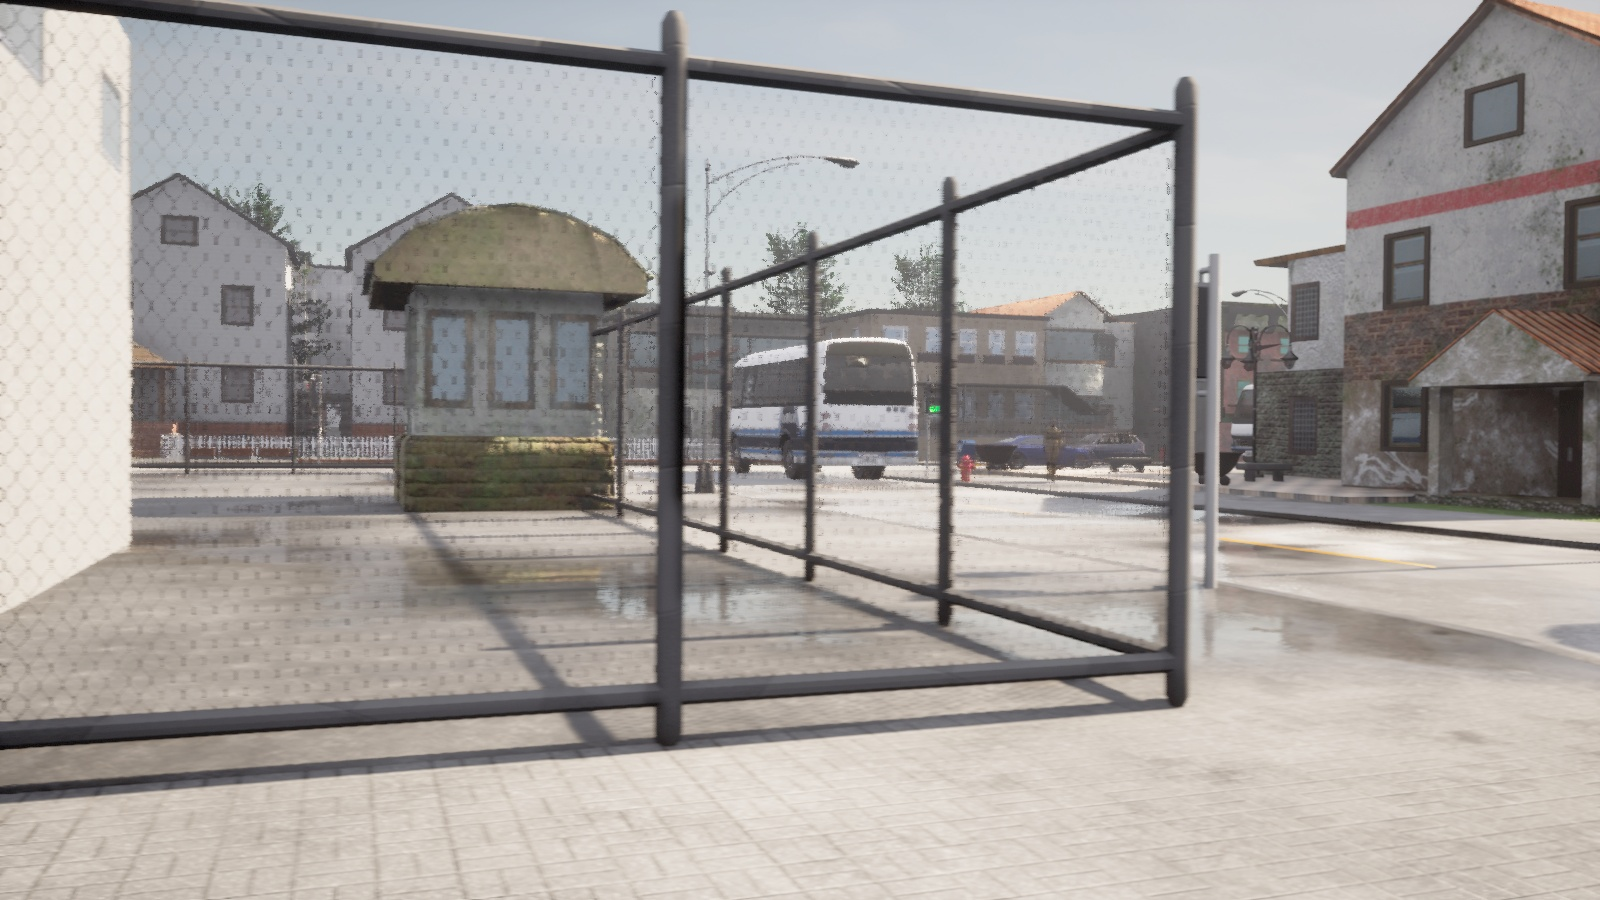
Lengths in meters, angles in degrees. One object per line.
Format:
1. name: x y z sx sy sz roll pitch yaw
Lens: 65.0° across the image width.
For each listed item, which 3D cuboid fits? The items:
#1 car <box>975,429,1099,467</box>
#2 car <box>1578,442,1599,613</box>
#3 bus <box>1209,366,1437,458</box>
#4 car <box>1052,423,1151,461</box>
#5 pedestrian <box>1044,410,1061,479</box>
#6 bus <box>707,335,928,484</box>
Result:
1. car: 9.655 -0.108 51.238 4.674 1.442 1.812 -1 1 -19
2. car: 7.433 0.619 9.476 1.481 1.376 2.207 -1 1 -19
3. bus: 25.453 -1.842 61.144 10.273 4.253 3.944 -1 1 -20
4. car: 13.654 -0.370 56.906 3.988 1.617 1.851 -1 1 -20
5. pedestrian: 7.173 -0.153 35.677 0.396 1.930 0.692 -1 1 5
6. bus: 0.196 -1.248 41.352 3.944 4.253 10.273 -1 1 -19
